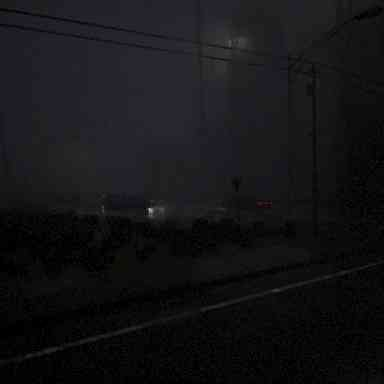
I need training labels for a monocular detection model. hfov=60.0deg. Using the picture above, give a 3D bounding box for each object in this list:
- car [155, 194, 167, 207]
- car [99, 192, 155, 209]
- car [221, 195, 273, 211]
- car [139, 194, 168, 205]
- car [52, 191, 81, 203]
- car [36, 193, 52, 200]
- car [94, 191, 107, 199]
[{"bbox_3d":[-5.150,0.980,39.194,1.837,1.490,4.892,-1,1,-34],"label":"car"},{"bbox_3d":[-6.636,1.056,34.051,4.611,1.667,2.242,-1,1,-34],"label":"car"},{"bbox_3d":[4.987,1.004,30.840,2.033,1.411,5.357,-1,1,-34],"label":"car"},{"bbox_3d":[-5.402,0.974,46.115,1.895,1.301,4.718,-1,1,-34],"label":"car"},{"bbox_3d":[-20.147,0.777,54.135,3.866,1.878,1.905,-1,1,-34],"label":"car"},{"bbox_3d":[-28.139,0.919,65.009,4.193,1.474,1.816,-1,1,-34],"label":"car"},{"bbox_3d":[-14.055,0.556,52.426,1.837,1.490,4.892,-1,1,-34],"label":"car"}]
